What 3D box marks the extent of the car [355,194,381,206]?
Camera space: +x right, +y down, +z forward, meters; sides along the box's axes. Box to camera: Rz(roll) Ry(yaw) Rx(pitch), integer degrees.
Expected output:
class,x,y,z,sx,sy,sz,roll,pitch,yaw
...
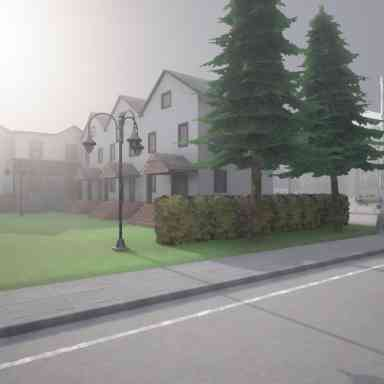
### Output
class,x,y,z,sx,sy,sz,roll,pitch,yaw
car,26.486,1.097,48.752,1.932,1.855,4.605,0,0,-36
